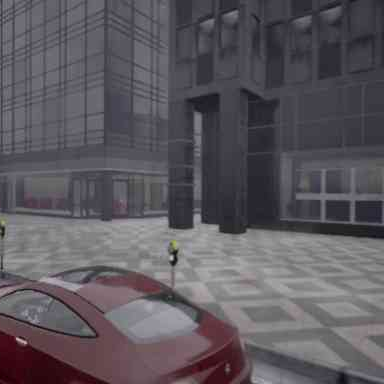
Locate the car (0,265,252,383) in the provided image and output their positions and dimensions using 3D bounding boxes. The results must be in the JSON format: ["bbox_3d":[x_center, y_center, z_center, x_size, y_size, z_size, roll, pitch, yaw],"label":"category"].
[{"bbox_3d":[-1.363,1.563,3.936,4.206,1.307,1.802,0,0,35],"label":"car"}]
